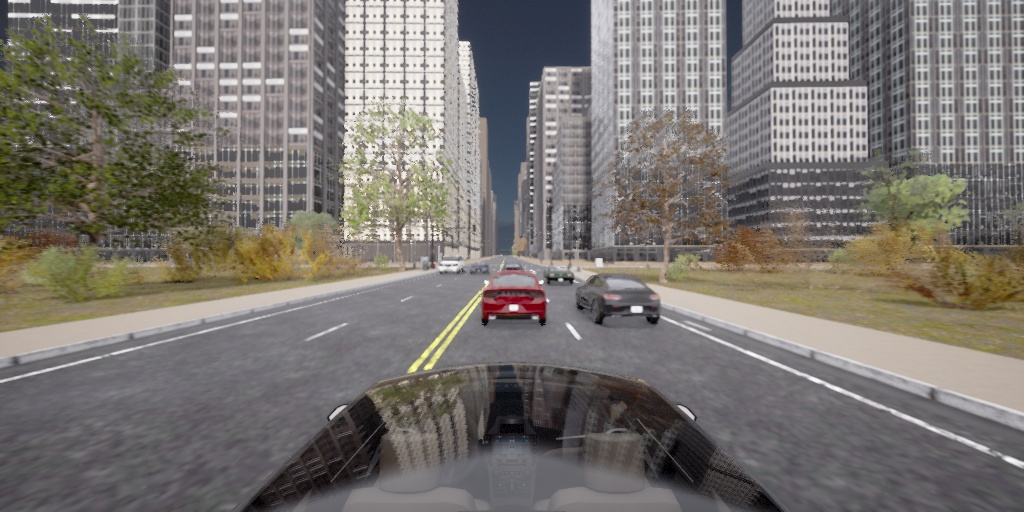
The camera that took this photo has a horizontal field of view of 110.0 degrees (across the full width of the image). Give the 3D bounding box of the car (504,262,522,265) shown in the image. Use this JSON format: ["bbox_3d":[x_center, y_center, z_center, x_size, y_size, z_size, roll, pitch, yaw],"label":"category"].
[{"bbox_3d":[0.071,1.218,27.756,2.128,1.511,4.902,0,0,0],"label":"car"}]

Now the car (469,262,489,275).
[{"bbox_3d":[-3.321,1.276,37.756,1.994,1.385,4.181,0,0,0],"label":"car"}]

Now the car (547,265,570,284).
[{"bbox_3d":[3.314,1.329,26.473,1.895,1.301,4.718,0,0,0],"label":"car"}]

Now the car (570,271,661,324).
[{"bbox_3d":[3.313,1.270,11.822,1.812,1.442,4.674,0,-1,0],"label":"car"}]

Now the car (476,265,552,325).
[{"bbox_3d":[0.063,1.221,11.914,1.882,1.535,5.008,0,0,0],"label":"car"}]

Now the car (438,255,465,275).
[{"bbox_3d":[-6.561,0.934,39.473,2.150,2.045,5.566,0,0,0],"label":"car"}]
